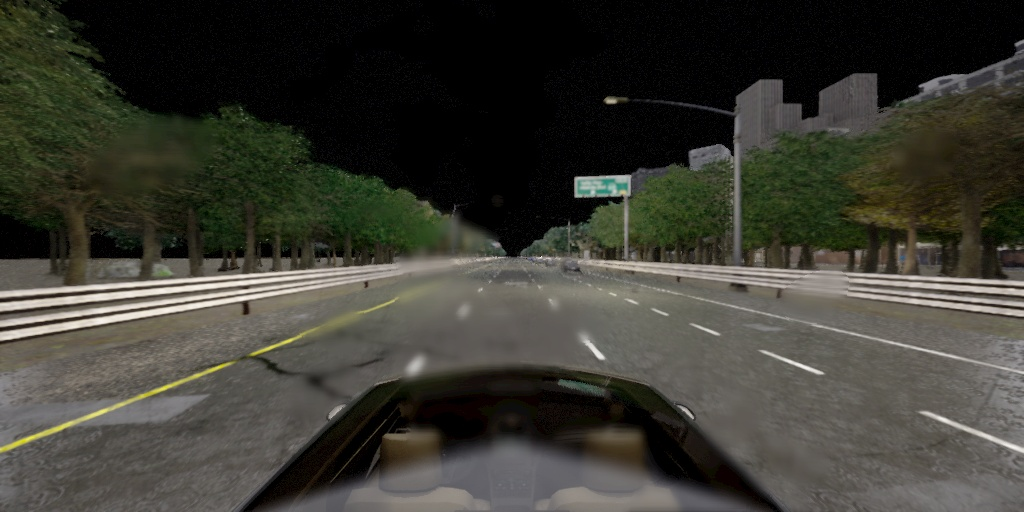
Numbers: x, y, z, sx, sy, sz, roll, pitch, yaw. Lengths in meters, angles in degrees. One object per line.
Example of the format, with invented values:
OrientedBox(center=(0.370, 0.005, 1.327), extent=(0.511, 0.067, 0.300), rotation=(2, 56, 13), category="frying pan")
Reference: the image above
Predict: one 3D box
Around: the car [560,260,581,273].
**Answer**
OrientedBox(center=(7.101, 1.258, 43.540), extent=(1.812, 1.442, 4.674), rotation=(0, 0, 0), category="car")
